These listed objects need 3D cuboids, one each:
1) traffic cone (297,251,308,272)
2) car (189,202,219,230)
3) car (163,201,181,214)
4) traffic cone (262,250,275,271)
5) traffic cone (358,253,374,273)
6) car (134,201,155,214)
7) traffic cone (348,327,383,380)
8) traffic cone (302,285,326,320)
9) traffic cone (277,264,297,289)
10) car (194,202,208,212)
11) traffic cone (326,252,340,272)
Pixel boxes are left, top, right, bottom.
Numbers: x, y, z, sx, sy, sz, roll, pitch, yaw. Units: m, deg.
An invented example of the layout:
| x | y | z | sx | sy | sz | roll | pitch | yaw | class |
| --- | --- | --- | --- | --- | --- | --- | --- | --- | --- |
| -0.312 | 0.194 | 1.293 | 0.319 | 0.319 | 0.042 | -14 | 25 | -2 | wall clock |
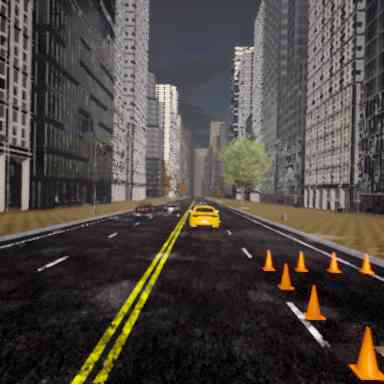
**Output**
| x | y | z | sx | sy | sz | roll | pitch | yaw | class |
| --- | --- | --- | --- | --- | --- | --- | --- | --- | --- |
| 3.377 | 2.130 | 10.296 | 0.340 | 0.580 | 0.340 | 1 | -1 | 1 | traffic cone |
| 0.837 | 1.720 | 23.287 | 1.882 | 1.535 | 5.008 | 1 | 0 | 1 | car |
| -2.318 | 1.825 | 39.965 | 2.128 | 1.511 | 4.902 | 1 | -1 | 1 | car |
| 2.378 | 2.108 | 10.314 | 0.340 | 0.580 | 0.340 | 1 | -1 | 1 | traffic cone |
| 5.377 | 2.174 | 10.262 | 0.340 | 0.580 | 0.340 | 1 | -1 | 1 | traffic cone |
| -5.571 | 1.822 | 39.796 | 1.994 | 1.385 | 4.181 | 1 | -1 | 1 | car |
| 2.277 | 2.049 | 4.315 | 0.340 | 0.580 | 0.340 | 1 | -1 | 1 | traffic cone |
| 2.311 | 2.068 | 6.314 | 0.340 | 0.580 | 0.340 | 1 | -1 | 1 | traffic cone |
| 2.344 | 2.088 | 8.314 | 0.340 | 0.580 | 0.340 | 1 | -1 | 1 | traffic cone |
| 1.245 | 2.086 | 47.598 | 1.895 | 1.301 | 4.718 | 1 | -1 | 1 | car |
| 4.377 | 2.152 | 10.280 | 0.340 | 0.580 | 0.340 | 1 | -1 | 1 | traffic cone |
